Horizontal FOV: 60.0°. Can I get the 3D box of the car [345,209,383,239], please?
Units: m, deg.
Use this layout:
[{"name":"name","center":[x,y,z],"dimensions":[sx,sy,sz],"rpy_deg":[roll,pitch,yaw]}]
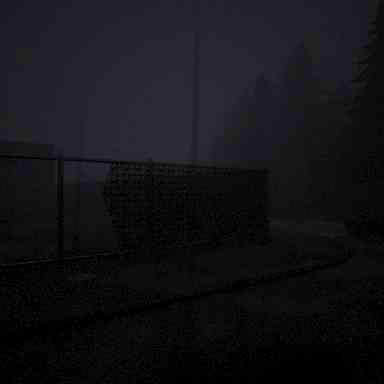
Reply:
[{"name":"car","center":[9.033,1.525,14.933],"dimensions":[1.812,1.442,4.674],"rpy_deg":[0,0,-18]}]
